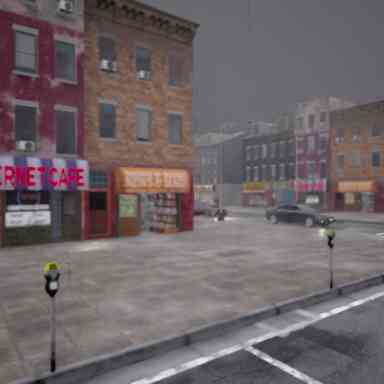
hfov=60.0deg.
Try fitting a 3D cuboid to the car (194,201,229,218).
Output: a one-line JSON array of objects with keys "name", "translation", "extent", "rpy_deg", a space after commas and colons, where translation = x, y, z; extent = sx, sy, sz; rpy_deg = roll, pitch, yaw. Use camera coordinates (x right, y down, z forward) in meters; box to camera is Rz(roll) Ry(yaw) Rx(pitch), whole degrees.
[{"name": "car", "translation": [1.434, 1.568, 30.478], "extent": [1.994, 1.385, 4.181], "rpy_deg": [0, 0, -35]}]

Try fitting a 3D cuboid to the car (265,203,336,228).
[{"name": "car", "translation": [7.171, 1.498, 22.412], "extent": [1.837, 1.490, 4.892], "rpy_deg": [0, 0, -36]}]
